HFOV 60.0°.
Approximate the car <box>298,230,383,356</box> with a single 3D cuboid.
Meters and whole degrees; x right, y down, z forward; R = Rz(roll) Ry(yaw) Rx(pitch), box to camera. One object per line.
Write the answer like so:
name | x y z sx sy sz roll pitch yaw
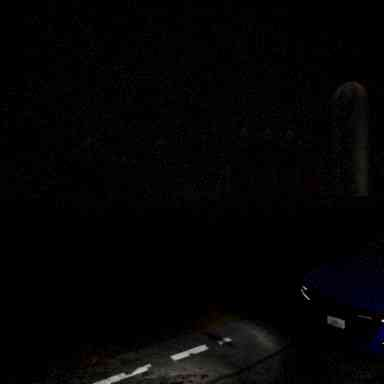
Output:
car | 3.933 1.429 5.857 5.008 1.535 1.882 -1 0 -36
